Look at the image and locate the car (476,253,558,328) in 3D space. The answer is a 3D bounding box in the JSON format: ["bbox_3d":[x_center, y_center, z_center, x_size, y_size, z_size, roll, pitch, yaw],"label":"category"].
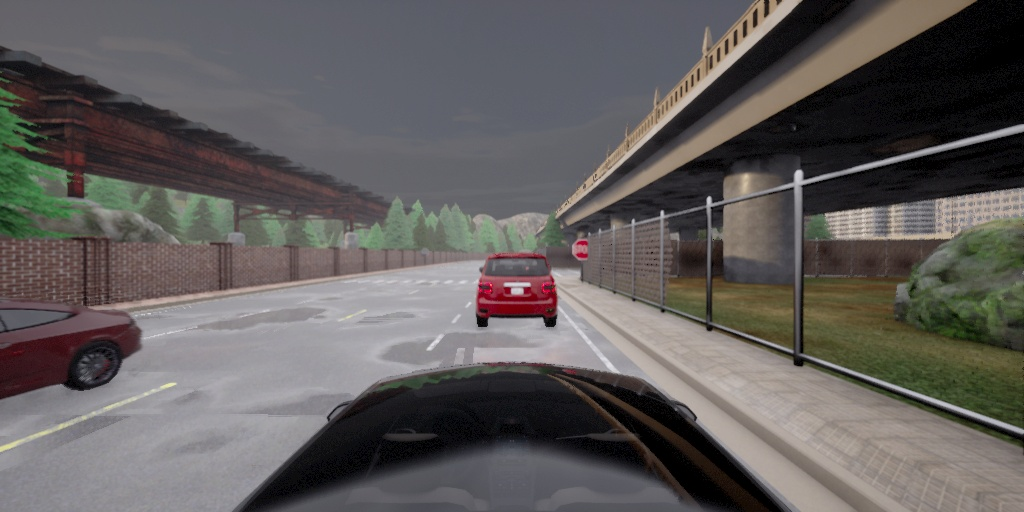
[{"bbox_3d":[0.113,0.925,11.309,2.150,2.045,5.566,0,0,0],"label":"car"}]

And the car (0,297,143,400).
[{"bbox_3d":[-7.082,1.264,4.072,1.812,1.442,4.674,0,0,0],"label":"car"}]
